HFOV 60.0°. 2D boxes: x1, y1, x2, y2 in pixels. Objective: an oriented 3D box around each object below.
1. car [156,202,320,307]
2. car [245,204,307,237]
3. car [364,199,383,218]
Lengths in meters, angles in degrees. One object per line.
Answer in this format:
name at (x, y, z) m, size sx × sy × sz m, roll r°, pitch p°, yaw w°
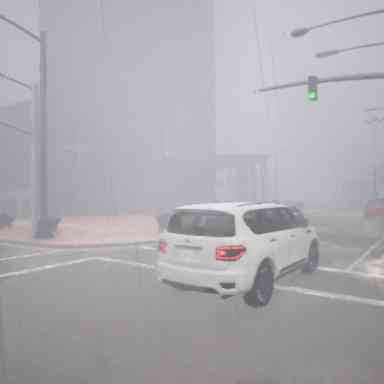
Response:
car at (1.484, 1.260, 8.436) m, size 2.150 × 2.045 × 5.566 m, roll -1°, pitch 0°, yaw 36°
car at (5.051, 1.557, 19.462) m, size 1.837 × 1.490 × 4.892 m, roll -1°, pitch 0°, yaw 36°
car at (16.742, 1.373, 29.421) m, size 2.097 × 1.767 × 4.553 m, roll -1°, pitch 0°, yaw 37°
